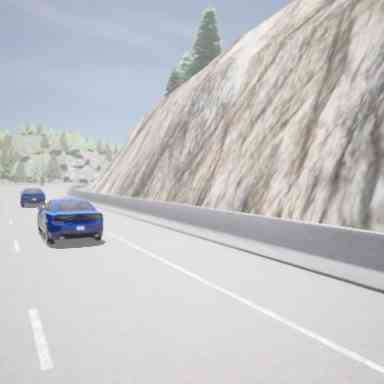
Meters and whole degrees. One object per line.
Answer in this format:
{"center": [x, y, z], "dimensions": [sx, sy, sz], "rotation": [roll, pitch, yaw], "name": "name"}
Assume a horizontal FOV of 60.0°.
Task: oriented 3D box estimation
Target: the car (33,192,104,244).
{"center": [-4.969, 0.983, 13.295], "dimensions": [1.882, 1.535, 5.008], "rotation": [0, 2, -30], "name": "car"}

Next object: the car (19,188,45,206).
{"center": [-14.011, 0.357, 29.267], "dimensions": [1.882, 1.535, 5.008], "rotation": [0, 2, -28], "name": "car"}
